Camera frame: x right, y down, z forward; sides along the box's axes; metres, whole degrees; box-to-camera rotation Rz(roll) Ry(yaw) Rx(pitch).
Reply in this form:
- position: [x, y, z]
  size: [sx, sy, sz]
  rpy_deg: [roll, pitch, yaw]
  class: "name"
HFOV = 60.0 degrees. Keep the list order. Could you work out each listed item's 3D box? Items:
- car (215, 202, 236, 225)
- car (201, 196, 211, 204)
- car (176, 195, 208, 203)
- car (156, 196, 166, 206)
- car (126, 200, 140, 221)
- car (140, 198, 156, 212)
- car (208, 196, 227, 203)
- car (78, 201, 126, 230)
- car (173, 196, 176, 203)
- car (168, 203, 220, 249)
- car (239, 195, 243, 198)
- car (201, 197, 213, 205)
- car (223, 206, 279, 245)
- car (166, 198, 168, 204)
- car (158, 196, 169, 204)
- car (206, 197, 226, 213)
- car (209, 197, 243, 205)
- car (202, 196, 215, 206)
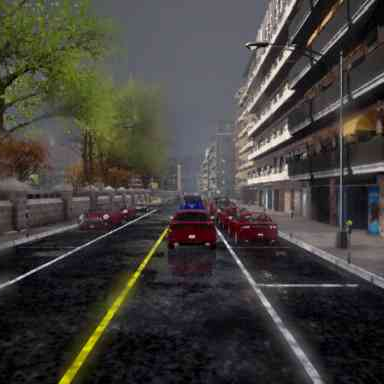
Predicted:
- position: [2.689, 1.549, 20.926]
  size: [1.887, 1.381, 4.507]
  rpy_deg: [0, 0, 0]
  class: "car"
- position: [2.688, 1.569, 66.138]
  size: [1.752, 1.417, 4.829]
  rpy_deg: [0, 0, 0]
  class: "car"
- position: [0.000, 1.268, 29.681]
  size: [2.150, 2.045, 5.566]
  rpy_deg: [0, 0, 0]
  class: "car"
- position: [-5.691, 1.554, 54.536]
  size: [1.752, 1.417, 4.829]
  rpy_deg: [0, 0, 0]
  class: "car"
- position: [-5.692, 1.448, 26.554]
  size: [1.967, 1.590, 4.097]
  rpy_deg: [0, 0, 0]
  class: "car"
- position: [-5.691, 1.565, 37.815]
  size: [2.008, 1.369, 4.403]
  rpy_deg: [0, 0, 0]
  class: "car"
- position: [2.688, 1.326, 32.185]
  size: [2.192, 1.841, 5.009]
  rpy_deg: [0, 0, 0]
  class: "car"
- position: [-5.692, 1.445, 20.925]
  size: [1.967, 1.590, 4.097]
  rpy_deg: [0, 0, 0]
  class: "car"
- position: [-3.000, 1.520, 72.616]
  size: [1.837, 1.490, 4.892]
  rpy_deg: [0, 0, 0]
  class: "car"
- position: [0.001, 1.488, 14.651]
  size: [1.882, 1.535, 5.008]
  rpy_deg: [0, 0, 0]
  class: "car"
- position: [14.615, 1.673, 92.960]
  size: [5.009, 1.841, 2.192]
  rpy_deg: [1, -1, 0]
  class: "car"
- position: [2.689, 1.601, 60.337]
  size: [1.947, 1.339, 4.313]
  rpy_deg: [0, 0, 0]
  class: "car"
- position: [2.690, 1.547, 15.295]
  size: [1.887, 1.381, 4.507]
  rpy_deg: [0, 0, 0]
  class: "car"
- position: [-5.691, 1.586, 60.336]
  size: [2.008, 1.369, 4.403]
  rpy_deg: [0, 0, 0]
  class: "car"
- position: [-5.692, 1.568, 65.797]
  size: [1.752, 1.417, 4.829]
  rpy_deg: [0, 0, 0]
  class: "car"
- position: [2.689, 1.454, 37.816]
  size: [1.967, 1.590, 4.097]
  rpy_deg: [0, 0, 0]
  class: "car"
- position: [2.689, 1.448, 26.555]
  size: [1.967, 1.590, 4.097]
  rpy_deg: [0, 0, 0]
  class: "car"
- position: [2.688, 1.469, 54.707]
  size: [1.967, 1.590, 4.097]
  rpy_deg: [0, 0, 0]
  class: "car"
